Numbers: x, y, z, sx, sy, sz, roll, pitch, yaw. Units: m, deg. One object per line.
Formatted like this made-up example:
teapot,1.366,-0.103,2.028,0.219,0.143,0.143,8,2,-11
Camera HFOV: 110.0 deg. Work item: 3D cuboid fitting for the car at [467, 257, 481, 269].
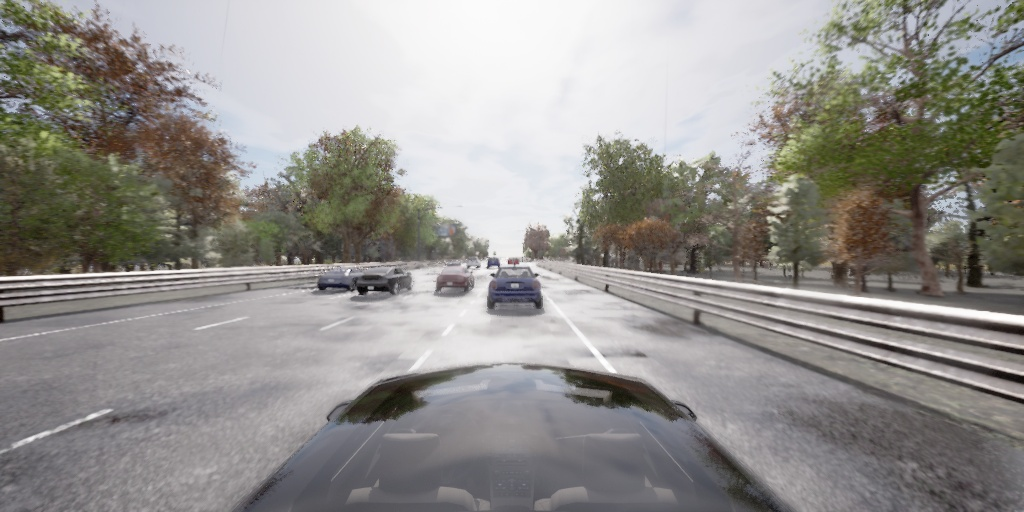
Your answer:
car,-6.801,1.211,64.137,2.150,2.045,5.566,0,0,0

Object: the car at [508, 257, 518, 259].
car,0.200,1.217,65.237,2.150,2.045,5.566,0,0,0

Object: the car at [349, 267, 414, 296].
car,-6.881,1.321,19.898,1.837,1.490,4.892,0,0,0

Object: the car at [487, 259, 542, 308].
car,0.112,1.154,15.681,2.097,1.767,4.553,0,0,0

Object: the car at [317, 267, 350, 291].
car,-10.376,1.389,22.578,1.994,1.385,4.181,0,0,0

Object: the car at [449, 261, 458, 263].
car,-10.302,1.586,63.712,1.895,1.301,4.718,0,0,0

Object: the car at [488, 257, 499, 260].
car,-3.300,1.215,65.121,2.150,2.045,5.566,0,0,0

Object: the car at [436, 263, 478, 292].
car,-3.377,1.349,21.795,1.812,1.442,4.674,0,0,0
